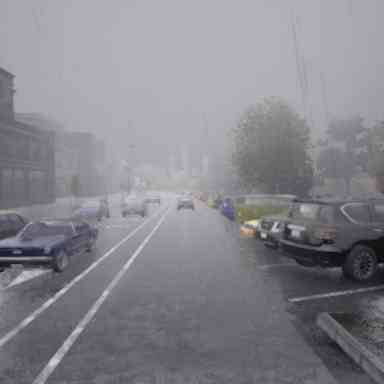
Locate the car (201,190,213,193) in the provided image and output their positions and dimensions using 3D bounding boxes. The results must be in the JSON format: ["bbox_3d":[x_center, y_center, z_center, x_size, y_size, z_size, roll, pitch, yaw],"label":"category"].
[{"bbox_3d":[4.170,1.029,47.956,4.553,1.767,2.185,1,0,-22],"label":"car"}]

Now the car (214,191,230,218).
[{"bbox_3d":[4.814,1.105,24.262,5.566,2.045,2.435,1,0,-21],"label":"car"}]

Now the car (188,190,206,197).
[{"bbox_3d":[1.381,0.443,92.384,4.553,1.767,2.185,0,0,-26],"label":"car"}]

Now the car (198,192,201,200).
[{"bbox_3d":[3.982,1.127,53.906,4.674,1.452,2.002,0,1,-22],"label":"car"}]

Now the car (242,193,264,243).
[{"bbox_3d":[5.034,1.168,12.397,5.566,2.045,2.435,1,1,-21],"label":"car"}]

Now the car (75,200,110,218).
[{"bbox_3d":[-7.596,1.393,25.684,1.812,1.442,4.674,0,0,-1],"label":"car"}]

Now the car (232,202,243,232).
[{"bbox_3d":[4.825,1.400,15.292,5.366,1.575,1.946,1,1,-21],"label":"car"}]

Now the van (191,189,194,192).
[{"bbox_3d":[2.744,0.580,74.575,4.442,1.987,1.878,0,1,-24],"label":"van"}]

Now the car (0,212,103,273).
[{"bbox_3d":[-4.447,1.549,10.579,1.895,1.301,4.718,0,0,-1],"label":"car"}]

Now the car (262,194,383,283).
[{"bbox_3d":[5.148,1.183,9.471,5.566,2.045,2.435,1,0,-21],"label":"car"}]

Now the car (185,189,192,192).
[{"bbox_3d":[1.965,0.393,86.489,5.566,2.045,2.435,0,0,-25],"label":"car"}]

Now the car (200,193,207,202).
[{"bbox_3d":[4.199,1.211,41.956,5.366,1.575,1.946,1,1,-22],"label":"car"}]

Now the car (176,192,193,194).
[{"bbox_3d":[-1.200,1.120,50.583,1.882,1.535,5.008,0,1,-2],"label":"car"}]

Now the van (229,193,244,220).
[{"bbox_3d":[4.958,1.149,21.339,4.442,1.987,1.878,1,0,-21],"label":"van"}]

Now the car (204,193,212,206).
[{"bbox_3d":[4.615,1.242,39.124,5.366,1.575,1.946,1,0,-22],"label":"car"}]

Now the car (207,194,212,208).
[{"bbox_3d":[4.535,1.299,36.107,4.792,1.488,2.163,1,0,-21],"label":"car"}]

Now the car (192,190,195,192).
[{"bbox_3d":[3.041,0.889,71.667,4.674,1.452,2.002,0,1,-24],"label":"car"}]

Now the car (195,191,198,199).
[{"bbox_3d":[3.710,1.013,59.843,5.008,1.535,2.097,0,1,-23],"label":"car"}]

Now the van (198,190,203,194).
[{"bbox_3d":[3.963,0.826,56.922,4.442,1.987,1.878,0,0,-23],"label":"van"}]

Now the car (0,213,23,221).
[{"bbox_3d":[-7.277,1.491,11.934,2.033,1.411,5.357,0,0,-1],"label":"car"}]

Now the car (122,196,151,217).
[{"bbox_3d":[-4.866,1.369,29.059,1.812,1.442,4.674,0,0,-1],"label":"car"}]

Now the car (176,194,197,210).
[{"bbox_3d":[-0.735,1.296,37.809,1.812,1.442,4.674,0,0,-2],"label":"car"}]

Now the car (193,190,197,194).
[{"bbox_3d":[3.207,0.931,68.717,4.674,1.452,2.002,0,1,-23],"label":"car"}]

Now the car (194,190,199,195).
[{"bbox_3d":[3.738,0.973,62.882,5.366,1.575,1.946,0,1,-23],"label":"car"}]

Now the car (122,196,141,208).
[{"bbox_3d":[-7.944,1.242,43.988,1.812,1.442,4.674,0,0,-1],"label":"car"}]

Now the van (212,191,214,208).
[{"bbox_3d":[4.684,1.068,33.179,4.442,1.987,1.878,1,0,-21],"label":"van"}]
